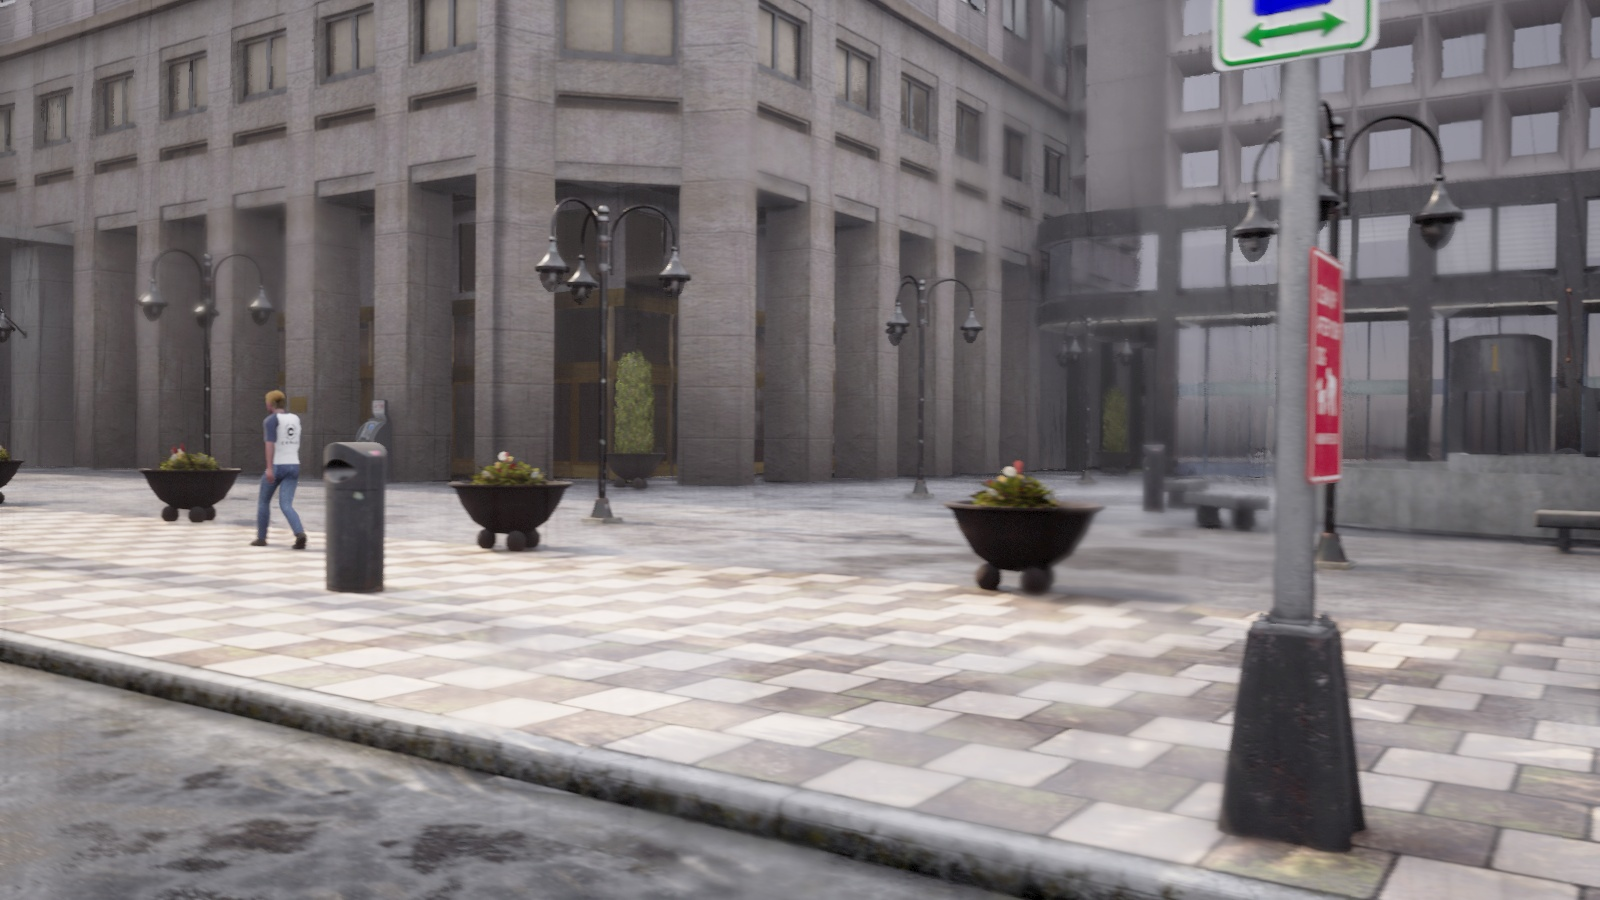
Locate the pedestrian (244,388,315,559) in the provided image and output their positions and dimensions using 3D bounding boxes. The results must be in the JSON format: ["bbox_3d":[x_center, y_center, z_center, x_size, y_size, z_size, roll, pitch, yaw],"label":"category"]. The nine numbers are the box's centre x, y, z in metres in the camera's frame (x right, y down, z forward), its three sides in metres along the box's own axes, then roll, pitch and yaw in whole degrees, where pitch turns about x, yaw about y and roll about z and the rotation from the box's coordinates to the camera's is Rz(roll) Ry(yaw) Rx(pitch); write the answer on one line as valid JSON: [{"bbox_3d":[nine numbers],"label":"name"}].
[{"bbox_3d":[-5.756,0.252,13.878,0.706,1.836,0.354,0,1,32],"label":"pedestrian"}]
